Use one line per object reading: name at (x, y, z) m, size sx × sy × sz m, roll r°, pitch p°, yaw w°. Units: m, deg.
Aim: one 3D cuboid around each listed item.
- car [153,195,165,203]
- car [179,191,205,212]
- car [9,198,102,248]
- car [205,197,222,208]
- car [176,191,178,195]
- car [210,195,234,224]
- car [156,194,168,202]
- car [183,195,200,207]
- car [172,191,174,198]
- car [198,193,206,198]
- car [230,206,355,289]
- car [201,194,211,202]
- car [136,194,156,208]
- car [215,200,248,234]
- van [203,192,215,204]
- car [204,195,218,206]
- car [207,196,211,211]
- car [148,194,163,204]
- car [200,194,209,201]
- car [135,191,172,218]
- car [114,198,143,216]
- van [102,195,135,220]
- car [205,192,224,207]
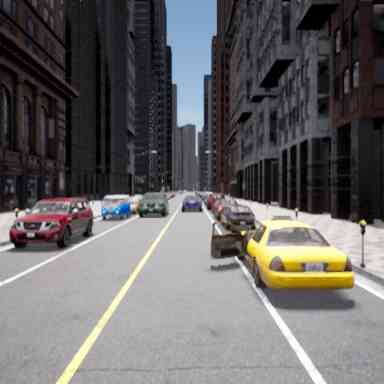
car at (-5.868, 1.171, 59.255) m, size 1.802 × 1.307 × 4.206 m, roll 0°, pitch 0°, yaw 0°
car at (0.004, 1.099, 35.640) m, size 2.097 × 1.767 × 4.553 m, roll 0°, pitch 0°, yaw 0°
car at (-5.786, 1.209, 14.441) m, size 2.192 × 1.841 × 5.009 m, roll 0°, pitch 0°, yaw 0°
car at (2.688, 1.283, 42.481) m, size 1.802 × 1.307 × 4.206 m, roll 0°, pitch 0°, yaw 0°
car at (-5.927, 0.686, 92.864) m, size 2.192 × 1.841 × 5.009 m, roll 0°, pitch 0°, yaw 0°
car at (2.719, 1.255, 25.674) m, size 1.967 × 1.590 × 4.097 m, roll 0°, pitch 0°, yaw 0°
car at (-5.878, 1.118, 64.857) m, size 1.947 × 1.339 × 4.313 m, roll 0°, pitch 0°, yaw 0°
car at (-0.064, 1.167, 46.226) m, size 2.128 × 1.511 × 4.902 m, roll 0°, pitch 0°, yaw 0°
car at (-5.898, 1.029, 76.060) m, size 2.008 × 1.369 × 4.403 m, roll 0°, pitch 0°, yaw 0°
car at (2.607, 0.951, 87.296) m, size 1.887 × 1.381 × 4.507 m, roll 0°, pitch 0°, yaw 0°
car at (2.333, 1.390, 8.908) m, size 1.801 × 1.575 × 5.366 m, roll 0°, pitch 0°, yaw 0°
car at (2.647, 1.133, 64.889) m, size 1.802 × 1.307 × 4.206 m, roll 0°, pitch 0°, yaw 0°
car at (-5.837, 1.141, 42.450) m, size 1.967 × 1.590 × 4.097 m, roll 0°, pitch 0°, yaw 0°
car at (2.728, 1.405, 20.072) m, size 2.008 × 1.369 × 4.403 m, roll 0°, pitch 0°, yaw 0°
van at (2.668, 0.967, 53.683) m, size 1.690 × 1.788 × 3.998 m, roll 0°, pitch 0°, yaw 0°
car at (2.678, 1.187, 48.252) m, size 1.752 × 1.417 × 4.829 m, roll 0°, pitch 0°, yaw 0°
car at (2.708, 1.358, 31.277) m, size 1.802 × 1.307 × 4.206 m, roll 0°, pitch 0°, yaw 0°
car at (-5.857, 1.066, 53.653) m, size 1.967 × 1.590 × 4.097 m, roll 0°, pitch 0°, yaw 0°
car at (2.637, 1.097, 70.490) m, size 1.802 × 1.307 × 4.206 m, roll 0°, pitch 0°, yaw 0°
car at (-3.150, 1.019, 28.249) m, size 2.150 × 2.045 × 5.566 m, roll 0°, pitch 0°, yaw 0°
car at (-5.816, 1.303, 31.077) m, size 1.752 × 1.417 × 4.829 m, roll 0°, pitch 0°, yaw 0°
van at (-5.806, 1.156, 25.644) m, size 1.690 × 1.788 × 3.998 m, roll 0°, pitch 0°, yaw 0°
car at (2.699, 1.053, 36.877) m, size 2.192 × 1.841 × 5.009 m, roll 0°, pitch 0°, yaw 0°
